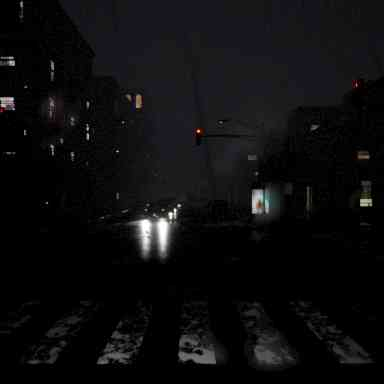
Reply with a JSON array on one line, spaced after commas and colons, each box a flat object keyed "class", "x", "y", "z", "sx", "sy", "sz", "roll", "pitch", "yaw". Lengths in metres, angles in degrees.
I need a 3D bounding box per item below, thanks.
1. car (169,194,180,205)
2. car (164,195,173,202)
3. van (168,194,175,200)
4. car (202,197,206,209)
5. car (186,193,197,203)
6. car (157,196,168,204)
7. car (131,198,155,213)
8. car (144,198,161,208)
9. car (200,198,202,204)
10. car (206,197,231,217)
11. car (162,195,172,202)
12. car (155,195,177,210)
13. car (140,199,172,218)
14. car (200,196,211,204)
[{"class": "car", "x": -3.176, "y": 1.526, "z": 49.970, "sx": 1.837, "sy": 1.490, "sz": 4.892, "roll": 0, "pitch": 0, "yaw": 0}, {"class": "car", "x": -5.836, "y": 1.592, "z": 82.925, "sx": 1.752, "sy": 1.417, "sz": 4.829, "roll": -1, "pitch": 0, "yaw": 0}, {"class": "van", "x": -5.858, "y": 1.430, "z": 94.489, "sx": 1.690, "sy": 1.788, "sz": 3.998, "roll": -1, "pitch": 0, "yaw": 0}, {"class": "car", "x": 2.612, "y": 1.597, "z": 43.246, "sx": 1.802, "sy": 1.307, "sz": 4.206, "roll": 0, "pitch": 0, "yaw": 0}, {"class": "car", "x": -0.029, "y": 1.269, "z": 70.661, "sx": 2.150, "sy": 2.045, "sz": 5.566, "roll": 0, "pitch": 0, "yaw": 0}, {"class": "car", "x": -5.807, "y": 1.565, "z": 65.836, "sx": 1.752, "sy": 1.417, "sz": 4.829, "roll": 0, "pitch": 0, "yaw": 0}, {"class": "car", "x": -5.759, "y": 1.561, "z": 37.523, "sx": 2.008, "sy": 1.369, "sz": 4.403, "roll": 0, "pitch": 0, "yaw": 0}, {"class": "car", "x": -5.778, "y": 1.571, "z": 48.916, "sx": 2.008, "sy": 1.369, "sz": 4.403, "roll": 0, "pitch": 0, "yaw": 0}, {"class": "car", "x": 2.602, "y": 1.571, "z": 48.943, "sx": 2.008, "sy": 1.369, "sz": 4.403, "roll": 0, "pitch": 0, "yaw": 0}, {"class": "car", "x": 2.630, "y": 1.446, "z": 31.852, "sx": 1.967, "sy": 1.590, "sz": 4.097, "roll": 0, "pitch": 0, "yaw": 0}, {"class": "car", "x": -5.828, "y": 1.497, "z": 77.398, "sx": 1.967, "sy": 1.590, "sz": 4.097, "roll": 0, "pitch": 0, "yaw": 0}, {"class": "car", "x": -3.164, "y": 1.489, "z": 39.563, "sx": 1.882, "sy": 1.535, "sz": 5.008, "roll": 0, "pitch": 0, "yaw": 0}, {"class": "car", "x": -3.149, "y": 1.605, "z": 30.134, "sx": 1.895, "sy": 1.301, "sz": 4.718, "roll": 0, "pitch": 0, "yaw": 0}, {"class": "car", "x": 2.573, "y": 1.591, "z": 66.033, "sx": 2.008, "sy": 1.369, "sz": 4.403, "roll": -1, "pitch": 0, "yaw": 0}]
